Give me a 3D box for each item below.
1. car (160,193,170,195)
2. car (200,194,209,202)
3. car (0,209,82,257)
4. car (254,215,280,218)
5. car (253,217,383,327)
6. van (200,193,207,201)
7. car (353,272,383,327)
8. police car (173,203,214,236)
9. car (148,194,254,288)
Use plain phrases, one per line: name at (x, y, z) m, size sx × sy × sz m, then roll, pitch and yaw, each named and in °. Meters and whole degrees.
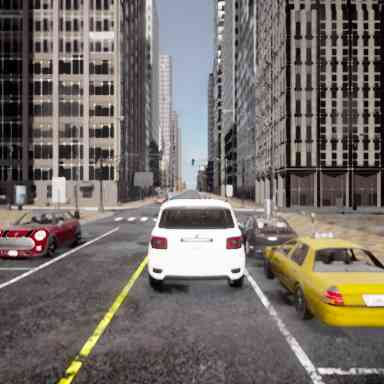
car at (-5.789, 1.291, 61.837) m, size 1.967 × 1.590 × 4.097 m, roll 0°, pitch 0°, yaw 0°
car at (2.685, 1.248, 73.204) m, size 1.967 × 1.590 × 4.097 m, roll 0°, pitch 0°, yaw 0°
car at (-5.689, 1.419, 12.574) m, size 1.967 × 1.590 × 4.097 m, roll 0°, pitch 0°, yaw 0°
car at (2.691, 1.530, 12.576) m, size 2.008 × 1.369 × 4.403 m, roll 0°, pitch 0°, yaw 0°
car at (2.691, 1.514, 7.078) m, size 1.752 × 1.417 × 4.829 m, roll 0°, pitch 0°, yaw 0°
van at (2.685, 1.126, 78.889) m, size 1.690 × 1.788 × 3.998 m, roll 0°, pitch 0°, yaw 0°
car at (2.692, 1.549, 1.238) m, size 2.008 × 1.369 × 4.403 m, roll 0°, pitch 0°, yaw 0°
police car at (0.095, 1.470, 19.281) m, size 2.038 × 1.542 × 4.974 m, roll 0°, pitch 0°, yaw 1°
car at (0.099, 1.206, 9.361) m, size 2.150 × 2.045 × 5.566 m, roll 0°, pitch 0°, yaw 0°
